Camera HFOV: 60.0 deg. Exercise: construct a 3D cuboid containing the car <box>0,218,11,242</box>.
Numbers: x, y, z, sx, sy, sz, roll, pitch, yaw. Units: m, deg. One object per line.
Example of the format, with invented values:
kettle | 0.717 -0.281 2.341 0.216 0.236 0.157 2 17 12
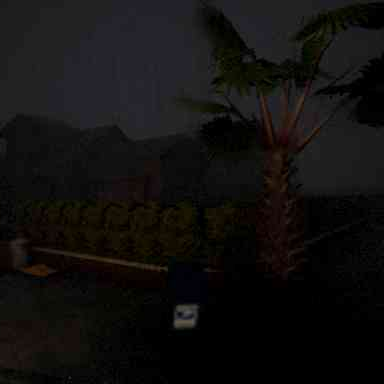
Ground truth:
car | -7.256 1.484 15.660 2.033 1.415 5.357 -1 0 38
